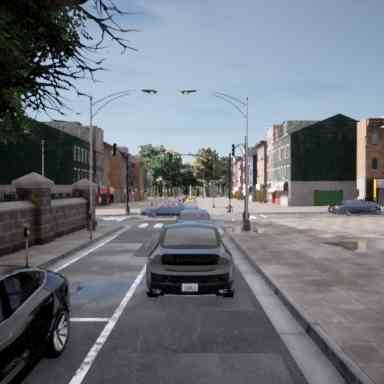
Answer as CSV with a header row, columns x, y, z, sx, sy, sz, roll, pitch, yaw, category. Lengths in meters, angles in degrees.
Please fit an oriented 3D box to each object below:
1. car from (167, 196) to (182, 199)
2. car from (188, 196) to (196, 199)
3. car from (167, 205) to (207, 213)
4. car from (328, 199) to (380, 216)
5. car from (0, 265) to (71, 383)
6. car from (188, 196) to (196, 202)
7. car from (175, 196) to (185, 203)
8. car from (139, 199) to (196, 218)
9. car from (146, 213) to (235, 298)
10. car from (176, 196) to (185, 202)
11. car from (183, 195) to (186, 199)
x,y,z,sx,sy,sz,roll,pitch,yaw,category
-2.661,1.495,41.614,1.967,1.590,4.097,-1,0,0,car
-0.013,1.611,71.767,1.882,1.535,5.008,0,0,0,car
0.094,1.558,16.033,2.033,1.411,5.357,0,0,0,car
14.537,1.353,29.889,4.181,1.385,1.994,-1,1,0,car
-2.645,1.567,3.294,1.947,1.339,4.313,-1,0,0,car
-0.028,1.705,82.201,2.033,1.411,5.357,0,0,0,car
-2.671,1.685,74.222,1.887,1.381,4.507,-1,0,0,car
-1.981,1.592,29.889,5.357,1.411,2.033,0,0,0,car
-0.025,1.509,8.537,1.837,1.490,4.892,0,0,0,car
-2.673,1.723,79.657,1.947,1.339,4.313,-1,0,0,car
-2.668,1.654,63.352,1.887,1.381,4.507,-1,0,0,car
